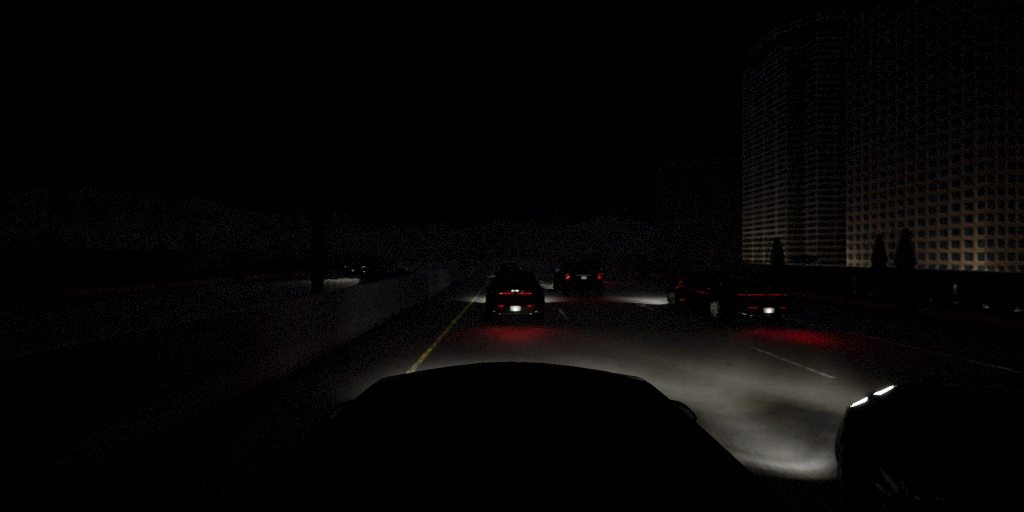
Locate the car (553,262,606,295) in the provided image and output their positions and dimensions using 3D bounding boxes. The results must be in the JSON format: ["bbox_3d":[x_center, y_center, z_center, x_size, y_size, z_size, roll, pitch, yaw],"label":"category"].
[{"bbox_3d":[3.540,1.102,19.884,2.097,1.767,4.553,0,0,-1],"label":"car"}]

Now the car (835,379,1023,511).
[{"bbox_3d":[3.599,1.102,0.917,2.097,1.767,4.553,0,0,0],"label":"car"}]

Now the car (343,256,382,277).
[{"bbox_3d":[-14.494,0.975,35.243,2.150,2.045,5.566,0,0,-2],"label":"car"}]

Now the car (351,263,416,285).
[{"bbox_3d":[-7.165,1.314,20.539,1.994,1.385,4.181,0,0,-1],"label":"car"}]

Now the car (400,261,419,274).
[{"bbox_3d":[-11.055,1.277,37.602,1.812,1.442,4.674,0,0,-2],"label":"car"}]

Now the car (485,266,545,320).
[{"bbox_3d":[0.097,1.255,12.684,1.837,1.490,4.892,0,0,0],"label":"car"}]

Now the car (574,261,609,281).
[{"bbox_3d":[6.808,1.255,31.294,1.837,1.490,4.892,0,0,-1],"label":"car"}]

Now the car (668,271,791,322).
[{"bbox_3d":[7.097,1.255,12.327,1.837,1.490,4.892,0,0,0],"label":"car"}]

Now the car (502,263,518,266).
[{"bbox_3d":[-0.178,1.298,30.994,2.033,1.411,5.357,0,0,-2],"label":"car"}]

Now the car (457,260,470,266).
[{"bbox_3d":[-8.175,1.330,61.550,1.994,1.385,4.181,0,0,-1],"label":"car"}]
